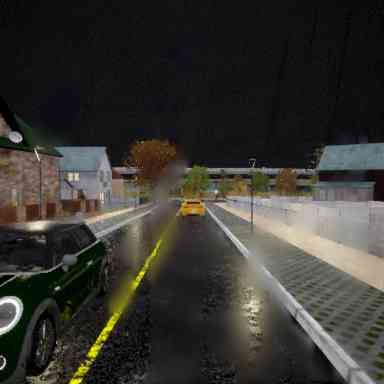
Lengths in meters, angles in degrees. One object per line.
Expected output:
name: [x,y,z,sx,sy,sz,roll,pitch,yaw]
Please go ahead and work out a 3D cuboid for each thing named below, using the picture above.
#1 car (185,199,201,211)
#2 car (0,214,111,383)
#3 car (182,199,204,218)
car: [0.098,1.600,42.486,1.895,1.301,4.718,0,0,0]
car: [-2.851,1.348,5.520,2.097,1.767,4.553,0,0,0]
car: [0.100,1.470,30.158,1.882,1.535,5.008,0,-1,0]
